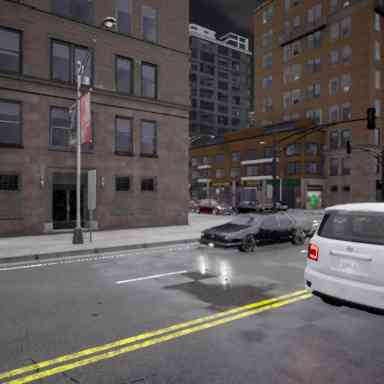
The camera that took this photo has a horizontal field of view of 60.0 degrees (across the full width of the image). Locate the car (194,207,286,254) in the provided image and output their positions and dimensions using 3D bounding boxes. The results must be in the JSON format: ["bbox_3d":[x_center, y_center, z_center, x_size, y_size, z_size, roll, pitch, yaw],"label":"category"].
[{"bbox_3d":[2.867,1.548,13.735,5.357,1.411,2.033,0,0,-36],"label":"car"}]

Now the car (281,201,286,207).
[{"bbox_3d":[8.676,1.580,36.969,1.947,1.339,4.313,0,0,-35],"label":"car"}]

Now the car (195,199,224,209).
[{"bbox_3d":[2.310,1.594,45.968,1.802,1.307,4.206,0,0,-35],"label":"car"}]

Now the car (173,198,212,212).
[{"bbox_3d":[-0.023,1.482,39.764,2.128,1.511,4.902,0,0,-35],"label":"car"}]

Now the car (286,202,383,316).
[{"bbox_3d":[4.639,1.223,6.757,5.566,2.045,2.150,0,0,-36],"label":"car"}]

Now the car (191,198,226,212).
[{"bbox_3d":[2.125,1.423,32.335,1.967,1.590,4.097,0,0,-35],"label":"car"}]

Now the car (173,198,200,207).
[{"bbox_3d":[-0.873,1.579,50.466,1.947,1.339,4.313,0,0,-35],"label":"car"}]

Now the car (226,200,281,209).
[{"bbox_3d":[5.716,1.595,31.651,1.895,1.301,4.718,0,0,-35],"label":"car"}]

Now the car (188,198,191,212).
[{"bbox_3d":[-1.058,1.421,36.834,1.967,1.590,4.097,0,0,-35],"label":"car"}]
